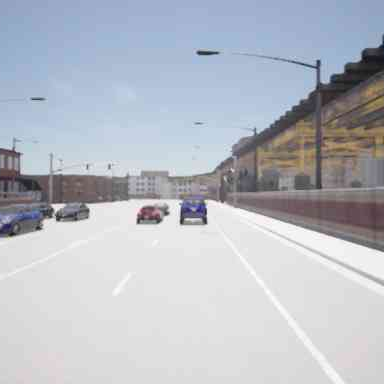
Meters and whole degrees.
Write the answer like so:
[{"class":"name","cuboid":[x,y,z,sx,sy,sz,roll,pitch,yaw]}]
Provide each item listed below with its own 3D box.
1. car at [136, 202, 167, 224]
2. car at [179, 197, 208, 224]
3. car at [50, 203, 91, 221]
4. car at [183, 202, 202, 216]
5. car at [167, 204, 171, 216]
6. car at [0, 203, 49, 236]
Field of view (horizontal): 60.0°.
[{"class":"car","cuboid":[-3.392,1.752,27.261,1.812,1.442,4.674,0,0,0]},{"class":"car","cuboid":[0.110,1.448,27.096,2.150,2.045,5.566,0,0,0]},{"class":"car","cuboid":[-10.537,1.753,29.741,1.837,1.490,4.892,0,0,1]},{"class":"car","cuboid":[0.042,1.881,37.990,1.994,1.385,4.181,0,0,0]},{"class":"car","cuboid":[-3.456,1.858,37.245,2.033,1.411,5.357,0,0,0]},{"class":"car","cuboid":[-10.577,1.515,19.475,2.097,1.767,4.553,0,0,0]}]
